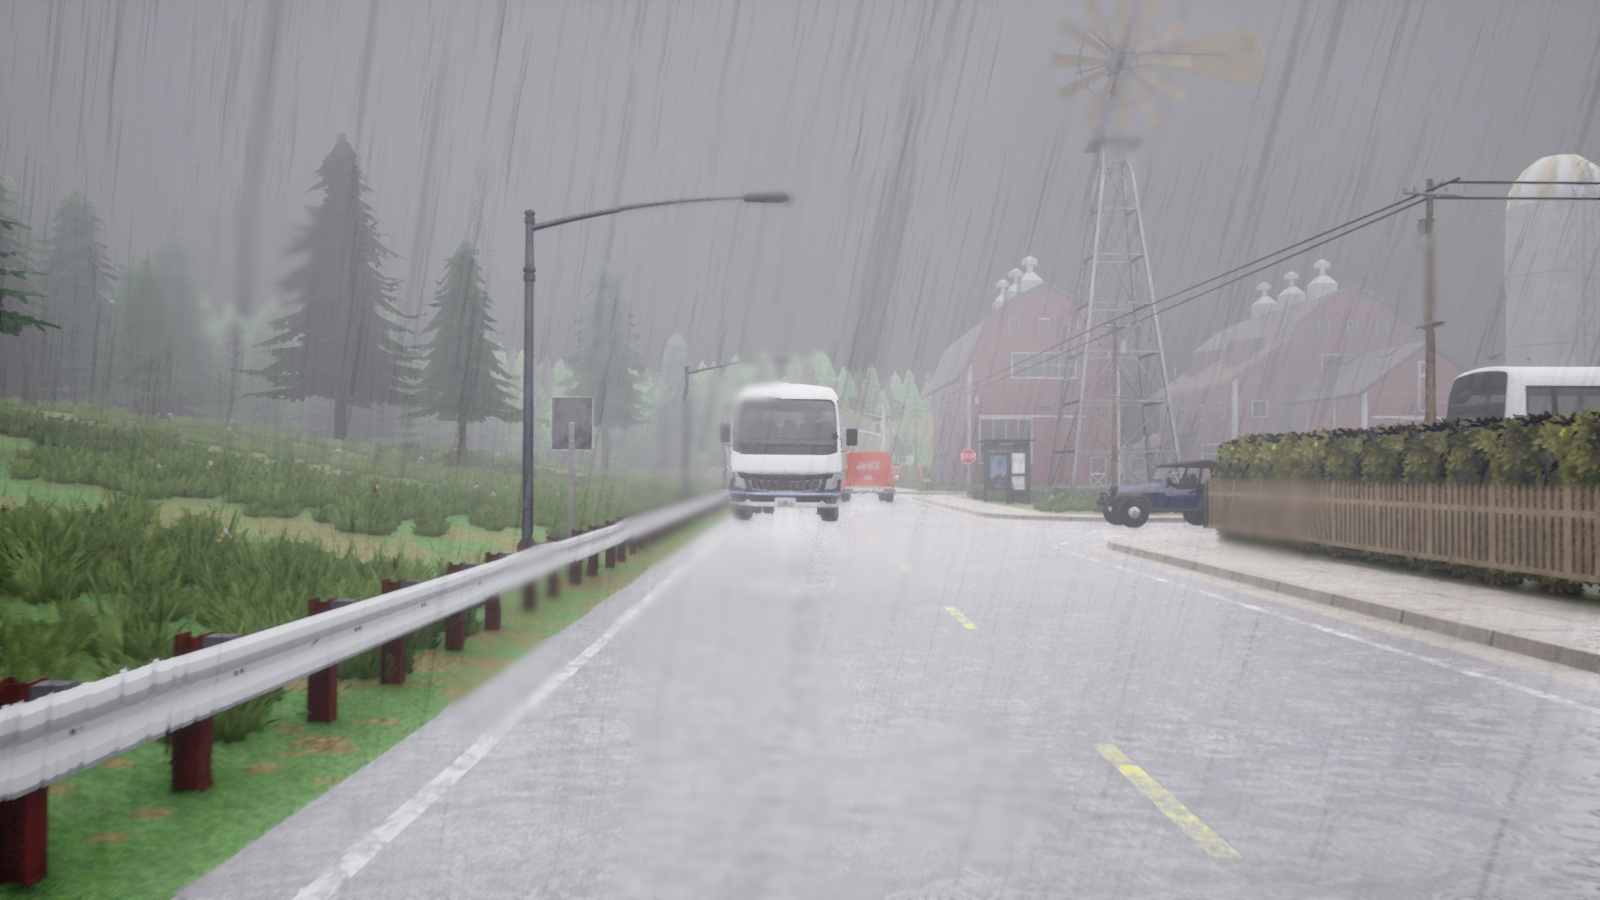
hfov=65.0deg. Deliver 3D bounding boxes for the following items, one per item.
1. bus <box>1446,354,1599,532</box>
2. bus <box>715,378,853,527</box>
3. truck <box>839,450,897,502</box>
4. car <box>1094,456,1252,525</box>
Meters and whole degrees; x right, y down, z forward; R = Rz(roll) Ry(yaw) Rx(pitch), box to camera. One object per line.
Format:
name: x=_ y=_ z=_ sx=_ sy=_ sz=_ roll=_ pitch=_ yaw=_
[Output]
bus: x=22.683 y=-0.149 z=32.078 sx=10.273 sy=4.253 sz=3.944 roll=0 pitch=-1 yaw=0
bus: x=-0.254 y=0.083 z=41.001 sx=3.944 sy=4.253 sz=10.273 roll=0 pitch=0 yaw=2
truck: x=3.342 y=1.300 z=62.831 sx=2.627 sy=2.467 sz=5.204 roll=0 pitch=-1 yaw=0
car: x=10.469 y=1.125 z=35.461 sx=3.866 sy=1.878 sz=1.905 roll=0 pitch=-1 yaw=-1
